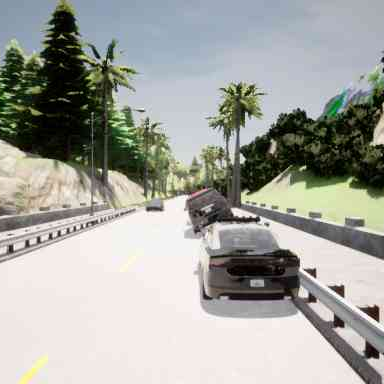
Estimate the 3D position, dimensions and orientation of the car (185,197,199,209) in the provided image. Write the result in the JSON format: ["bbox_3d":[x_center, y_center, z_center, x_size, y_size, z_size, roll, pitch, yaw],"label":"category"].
[{"bbox_3d":[0.026,1.505,45.254,1.837,1.490,4.892,0,0,0],"label":"car"}]

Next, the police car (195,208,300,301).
[{"bbox_3d":[1.158,1.425,8.521,1.930,1.638,5.238,0,0,0],"label":"police car"}]

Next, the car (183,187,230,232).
[{"bbox_3d":[0.818,0.955,18.435,2.150,2.045,5.566,-25,0,0],"label":"car"}]

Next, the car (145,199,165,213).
[{"bbox_3d":[-4.106,1.547,37.918,2.033,1.411,5.357,0,0,0],"label":"car"}]
